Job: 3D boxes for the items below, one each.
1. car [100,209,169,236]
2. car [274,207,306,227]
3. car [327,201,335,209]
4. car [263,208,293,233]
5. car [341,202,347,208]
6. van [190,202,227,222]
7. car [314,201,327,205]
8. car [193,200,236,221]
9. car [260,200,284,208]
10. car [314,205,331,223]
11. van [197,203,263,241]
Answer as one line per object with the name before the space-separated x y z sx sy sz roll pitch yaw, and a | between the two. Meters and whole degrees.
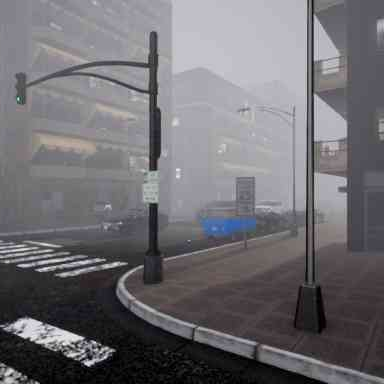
car | -3.490 1.815 20.939 2.128 1.511 4.902 0 -1 35
car | 8.514 2.158 27.906 1.802 1.307 4.206 -1 -2 35
car | 27.364 2.729 68.821 2.192 1.841 5.009 -1 -2 35
car | 5.304 2.035 23.393 1.947 1.339 4.313 -1 -2 35
car | 40.111 3.376 86.737 1.752 1.417 4.829 -1 -2 35
van | 1.681 1.903 32.708 1.690 1.788 3.998 -1 -2 35
car | 24.155 2.890 64.301 1.802 1.307 4.206 -1 -2 35
car | 2.647 1.749 29.551 2.150 2.045 5.566 0 -1 37
car | 8.843 1.955 38.253 2.150 2.045 5.566 0 -1 36
car | 11.725 2.233 32.422 2.008 1.369 4.403 -1 -2 35
van | 2.230 1.704 18.786 1.690 1.788 3.998 -1 -2 35
